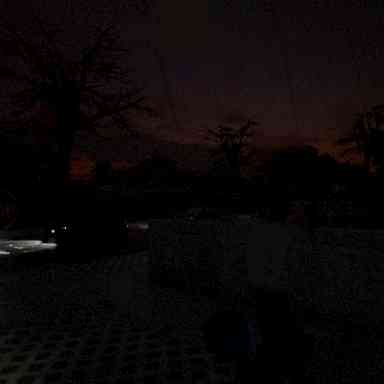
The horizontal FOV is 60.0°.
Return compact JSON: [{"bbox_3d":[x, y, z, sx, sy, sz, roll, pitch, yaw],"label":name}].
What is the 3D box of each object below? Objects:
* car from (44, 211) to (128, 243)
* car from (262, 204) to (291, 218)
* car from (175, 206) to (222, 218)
[{"bbox_3d":[-5.324,1.698,17.198,1.994,1.385,4.181,1,0,37],"label":"car"},{"bbox_3d":[9.582,2.125,37.508,1.837,1.490,4.892,1,-1,37],"label":"car"},{"bbox_3d":[0.573,1.842,25.267,1.812,1.442,4.674,1,0,36],"label":"car"}]
